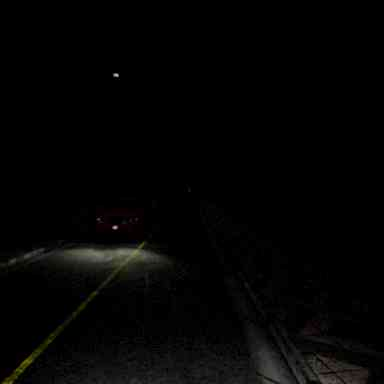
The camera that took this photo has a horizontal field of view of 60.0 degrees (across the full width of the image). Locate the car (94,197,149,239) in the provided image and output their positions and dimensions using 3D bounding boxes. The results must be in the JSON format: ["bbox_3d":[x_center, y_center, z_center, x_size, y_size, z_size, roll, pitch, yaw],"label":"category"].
[{"bbox_3d":[-3.636,1.290,18.148,2.150,2.045,5.566,0,0,-2],"label":"car"}]
